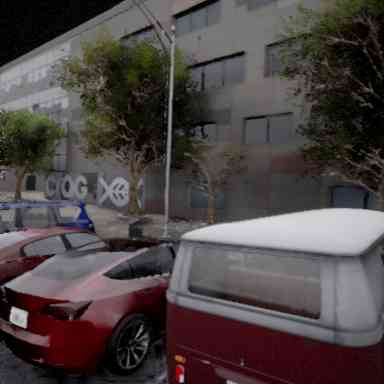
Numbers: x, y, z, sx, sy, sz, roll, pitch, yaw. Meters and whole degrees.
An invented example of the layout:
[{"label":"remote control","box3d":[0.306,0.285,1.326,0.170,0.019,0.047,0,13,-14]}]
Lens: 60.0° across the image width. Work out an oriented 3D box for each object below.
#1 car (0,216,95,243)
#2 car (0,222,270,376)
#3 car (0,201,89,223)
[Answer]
[{"label":"car","box3d":[-2.993,1.509,7.420,2.097,1.535,5.008,-1,-1,35]},{"label":"car","box3d":[-0.670,1.511,5.799,2.163,1.488,4.792,-1,0,36]},{"label":"car","box3d":[-5.237,1.299,8.989,2.435,2.045,5.566,-1,-1,36]}]
